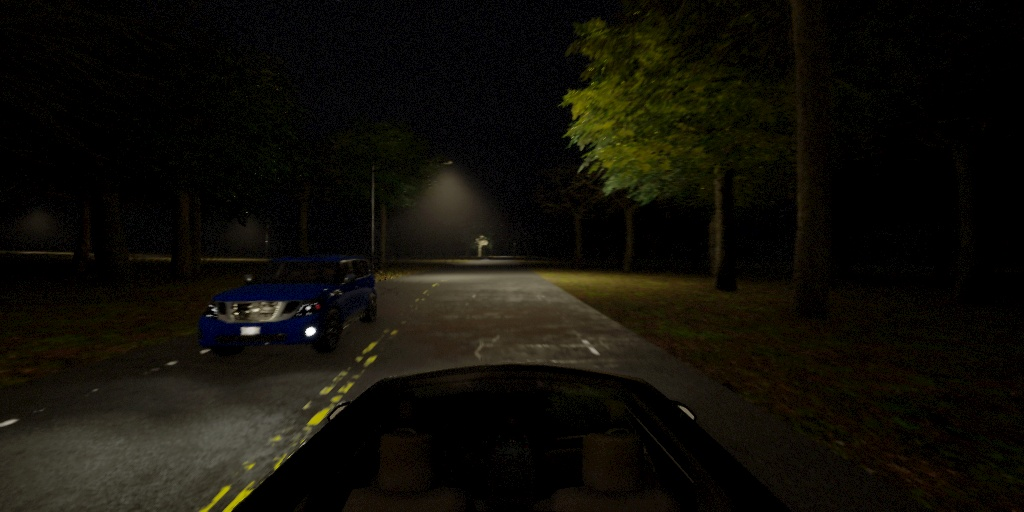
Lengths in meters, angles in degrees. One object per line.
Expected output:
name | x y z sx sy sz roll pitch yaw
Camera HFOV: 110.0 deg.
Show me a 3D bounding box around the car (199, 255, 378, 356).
car | -5.008 0.981 9.094 2.150 2.045 5.566 0 0 -8
